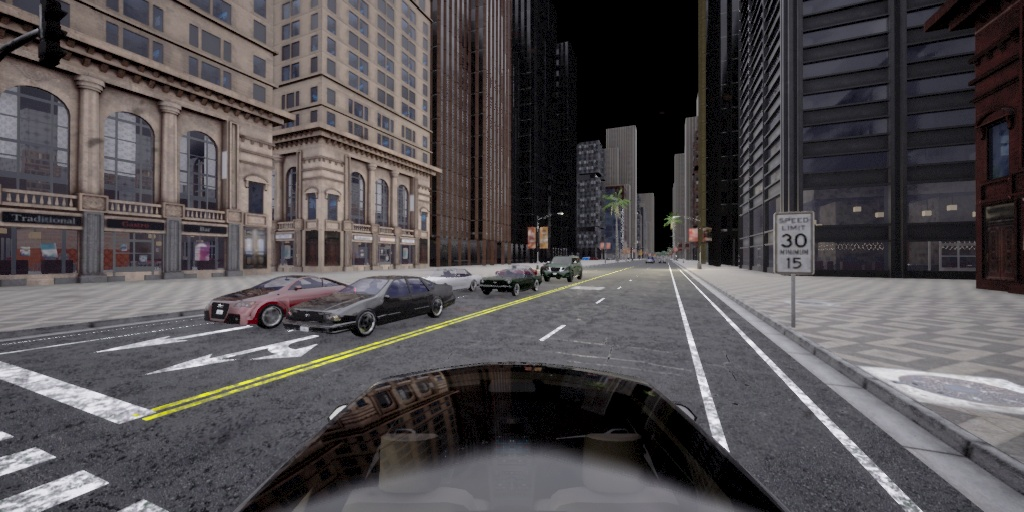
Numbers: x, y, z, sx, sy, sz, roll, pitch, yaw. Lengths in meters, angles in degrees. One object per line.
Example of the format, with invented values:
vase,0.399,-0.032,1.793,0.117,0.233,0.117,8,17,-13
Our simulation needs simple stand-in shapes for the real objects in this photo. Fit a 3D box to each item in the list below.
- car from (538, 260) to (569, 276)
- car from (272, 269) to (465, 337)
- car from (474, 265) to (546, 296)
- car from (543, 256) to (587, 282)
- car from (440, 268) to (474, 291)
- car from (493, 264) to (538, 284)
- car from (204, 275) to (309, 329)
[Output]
car,4.484,1.251,37.943,1.882,1.535,5.008,0,0,24
car,-3.753,1.299,10.742,2.033,1.411,5.357,0,0,23
car,0.045,1.358,19.546,1.895,1.301,4.718,0,0,24
car,4.286,0.987,29.366,2.150,2.045,5.566,0,0,23
car,-3.541,1.357,19.441,1.895,1.301,4.718,0,0,23
car,0.406,1.364,28.587,1.895,1.301,4.718,0,0,24
car,-7.007,1.316,11.394,1.994,1.385,4.181,0,0,24
